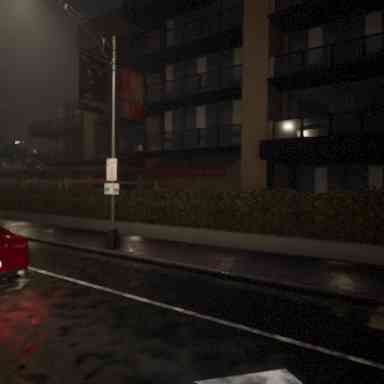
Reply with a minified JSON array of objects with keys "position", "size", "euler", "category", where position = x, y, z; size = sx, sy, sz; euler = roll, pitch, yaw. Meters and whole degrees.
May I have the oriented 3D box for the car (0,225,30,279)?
[{"position":[-6.105,1.338,8.384],"size":[5.008,1.535,1.882],"euler":[1,1,35],"category":"car"}]
